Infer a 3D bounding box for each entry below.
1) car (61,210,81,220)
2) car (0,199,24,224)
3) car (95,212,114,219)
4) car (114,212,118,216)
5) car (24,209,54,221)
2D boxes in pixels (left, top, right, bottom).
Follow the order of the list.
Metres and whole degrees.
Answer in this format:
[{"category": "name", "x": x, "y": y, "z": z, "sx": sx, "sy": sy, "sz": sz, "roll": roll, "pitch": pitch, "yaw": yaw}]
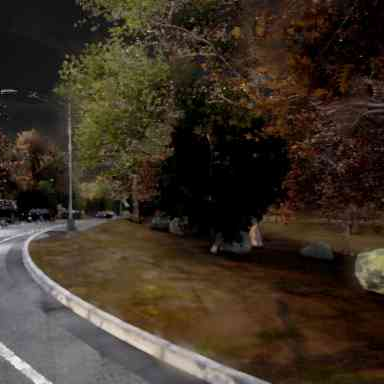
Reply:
[{"category": "car", "x": -17.602, "y": 3.324, "z": 48.669, "sx": 1.882, "sy": 1.535, "sz": 5.008, "roll": 0, "pitch": -5, "yaw": -5}, {"category": "car", "x": -15.304, "y": 1.517, "z": 25.269, "sx": 2.150, "sy": 2.045, "sz": 5.566, "roll": 0, "pitch": -2, "yaw": -5}, {"category": "car", "x": -14.680, "y": 3.889, "z": 54.997, "sx": 1.895, "sy": 1.301, "sz": 4.718, "roll": 0, "pitch": -4, "yaw": -6}, {"category": "car", "x": -15.658, "y": 4.586, "z": 64.971, "sx": 1.812, "sy": 1.442, "sz": 4.674, "roll": 0, "pitch": -4, "yaw": -5}, {"category": "car", "x": -16.300, "y": 2.434, "z": 35.249, "sx": 1.895, "sy": 1.301, "sz": 4.718, "roll": 0, "pitch": -4, "yaw": -6}]
